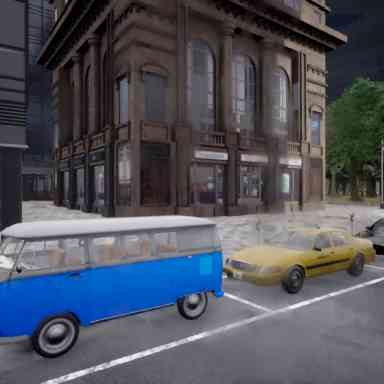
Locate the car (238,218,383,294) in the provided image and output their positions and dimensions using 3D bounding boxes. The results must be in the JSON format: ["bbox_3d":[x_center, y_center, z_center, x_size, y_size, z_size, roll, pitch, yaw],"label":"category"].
[{"bbox_3d":[2.975,1.526,8.765,4.829,1.417,1.752,0,0,-35],"label":"car"}]

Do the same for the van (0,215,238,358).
[{"bbox_3d":[-1.317,1.341,5.710,3.998,1.788,1.690,0,0,-35],"label":"van"}]
